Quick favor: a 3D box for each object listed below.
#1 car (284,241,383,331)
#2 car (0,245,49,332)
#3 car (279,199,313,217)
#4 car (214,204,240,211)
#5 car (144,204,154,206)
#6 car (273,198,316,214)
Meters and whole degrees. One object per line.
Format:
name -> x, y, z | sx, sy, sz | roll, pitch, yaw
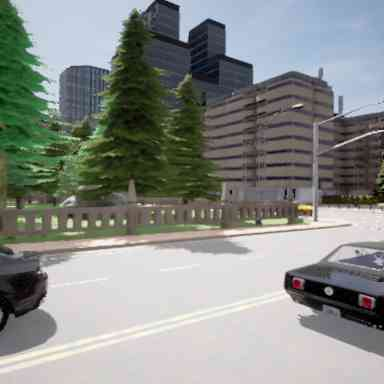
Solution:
car -> 4.079, 1.665, 6.670 | 4.718, 1.301, 1.895 | 1, 0, -35
car -> -4.770, 1.489, 4.898 | 4.892, 1.490, 1.837 | 1, 0, -35
car -> 10.901, 1.733, 35.345 | 1.882, 1.535, 5.008 | 1, 0, -35
car -> 4.619, 1.739, 44.240 | 2.128, 1.511, 4.902 | 1, 0, -35
car -> -7.439, 1.759, 61.434 | 1.812, 1.442, 4.674 | 1, 0, -35
car -> 12.143, 1.639, 39.656 | 2.097, 1.767, 4.553 | 1, 0, -35
